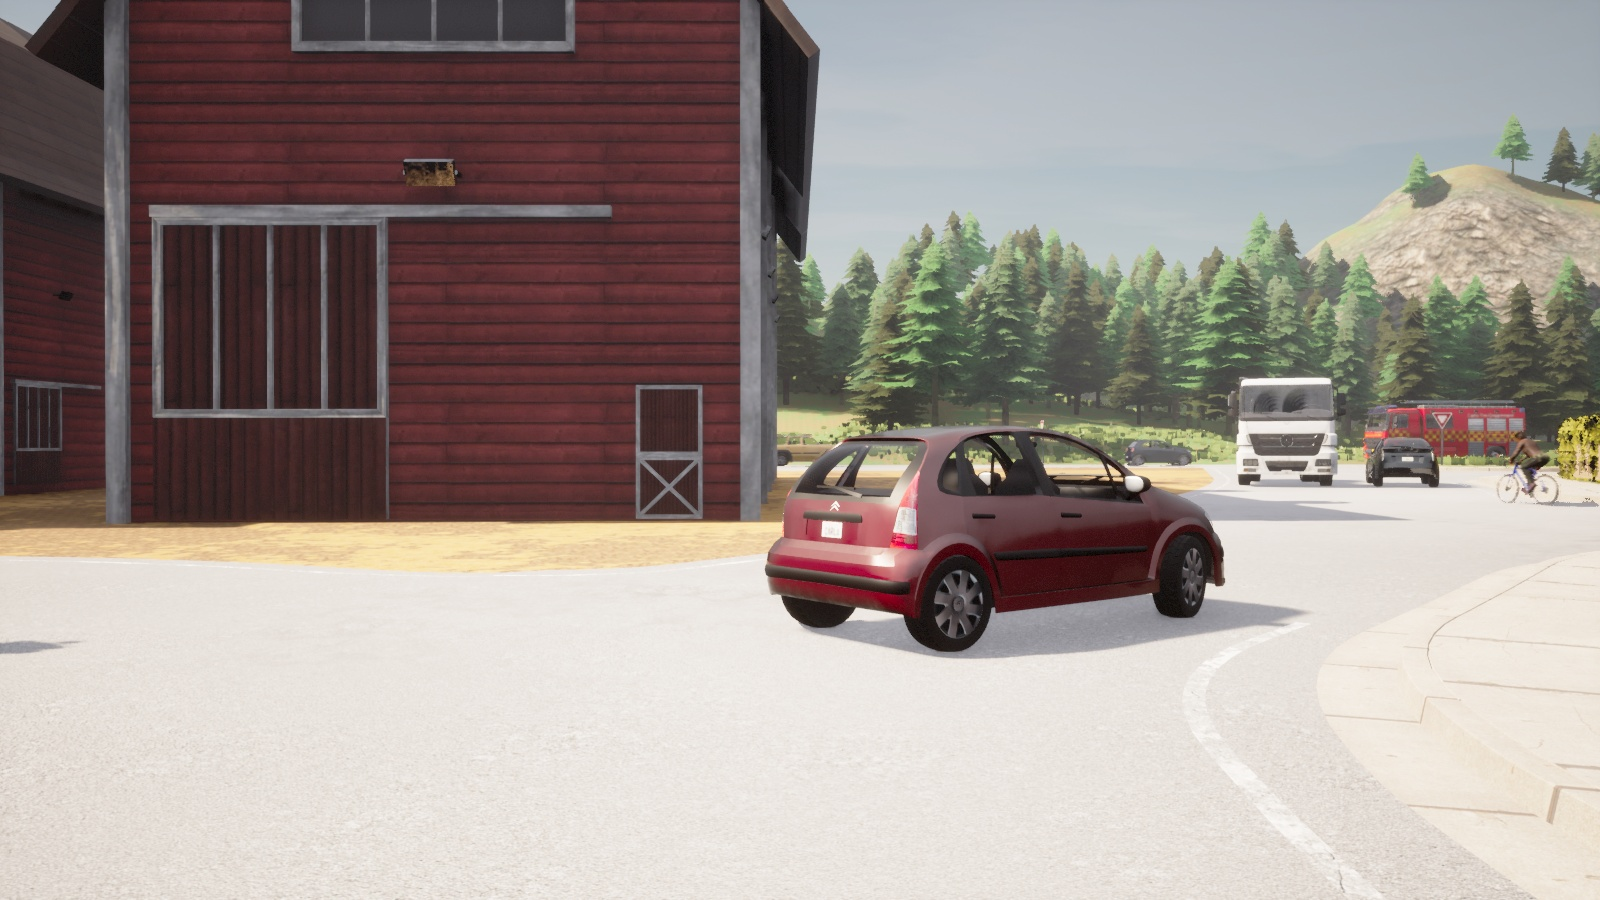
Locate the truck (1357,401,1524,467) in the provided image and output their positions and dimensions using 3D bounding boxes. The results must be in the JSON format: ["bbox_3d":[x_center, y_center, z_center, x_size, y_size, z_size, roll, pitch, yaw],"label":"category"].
[{"bbox_3d":[38.031,-0.949,74.738,8.468,3.827,2.891,0,0,0],"label":"truck"}]

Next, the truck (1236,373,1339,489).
[{"bbox_3d":[15.992,-0.606,41.614,2.891,3.462,7.936,0,1,19],"label":"truck"}]

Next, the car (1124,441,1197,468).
[{"bbox_3d":[20.465,0.230,71.315,3.633,1.501,1.845,0,0,0],"label":"car"}]

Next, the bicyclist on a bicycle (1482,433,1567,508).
[{"bbox_3d":[16.108,0.450,27.951,0.582,1.620,1.656,1,0,-17],"label":"bicyclist on a bicycle"}]

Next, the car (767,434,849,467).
[{"bbox_3d":[0.456,0.021,71.396,4.605,1.855,1.932,0,0,0],"label":"car"}]

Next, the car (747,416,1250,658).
[{"bbox_3d":[1.731,0.563,10.347,3.988,1.617,1.851,-1,1,-37],"label":"car"}]

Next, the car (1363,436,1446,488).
[{"bbox_3d":[18.876,0.341,39.385,2.007,1.525,4.514,0,1,21],"label":"car"}]
